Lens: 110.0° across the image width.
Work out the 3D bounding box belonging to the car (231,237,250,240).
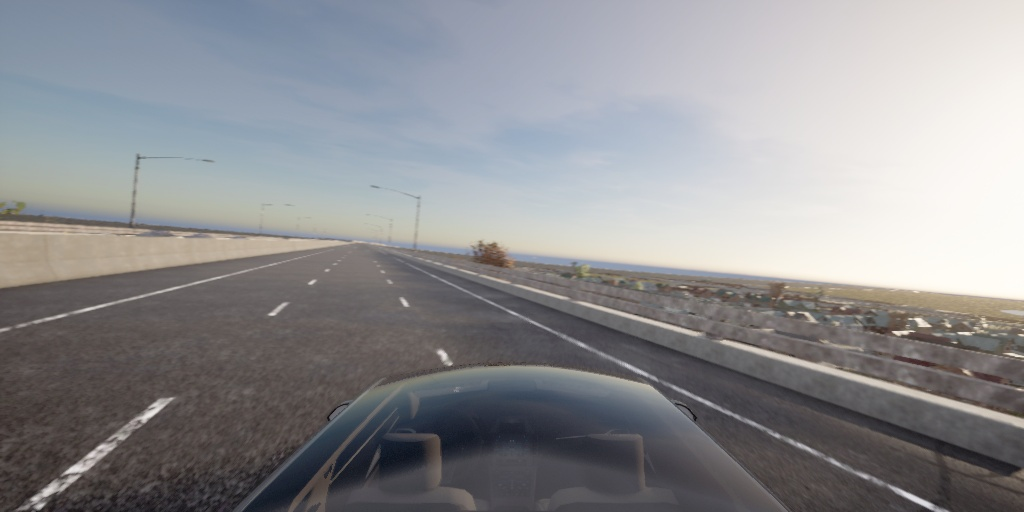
[{"bbox_3d":[-34.481,-1.731,45.449,2.033,1.411,5.357,5,0,-22],"label":"car"}]

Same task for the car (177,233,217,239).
[{"bbox_3d":[-37.199,-1.971,42.894,2.033,1.411,5.357,5,0,-22],"label":"car"}]

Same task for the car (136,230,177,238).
[{"bbox_3d":[-40.006,-2.219,40.568,2.033,1.411,5.357,5,0,-22],"label":"car"}]
